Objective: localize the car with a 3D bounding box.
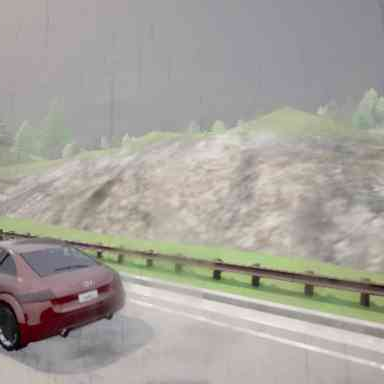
[{"bbox_3d":[-3.227,1.575,6.278,4.181,1.385,1.994,0,0,35],"label":"car"}]
